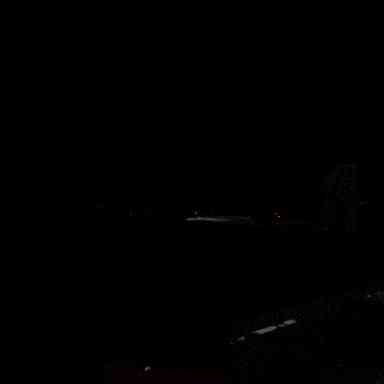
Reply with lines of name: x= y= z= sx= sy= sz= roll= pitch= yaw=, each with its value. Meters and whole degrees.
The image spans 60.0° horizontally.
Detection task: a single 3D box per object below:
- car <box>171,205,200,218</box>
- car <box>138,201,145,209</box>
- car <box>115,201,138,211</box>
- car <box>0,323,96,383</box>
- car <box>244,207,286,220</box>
car: x=-0.890 y=2.454 z=42.853 sx=2.128 sy=1.511 sz=4.902 roll=-1 pitch=0 yaw=-36
car: x=-10.537 y=2.427 z=62.649 sx=1.837 sy=1.490 sz=4.892 roll=-1 pitch=1 yaw=-36
car: x=-11.998 y=2.492 z=58.513 sx=2.128 sy=1.511 sz=4.902 roll=-1 pitch=1 yaw=-36
car: x=-2.738 y=1.474 z=1.109 sx=4.902 sy=1.511 sz=2.128 roll=1 pitch=0 yaw=-35
car: x=7.915 y=2.349 z=36.856 sx=1.895 sy=1.301 sz=4.718 roll=-1 pitch=-1 yaw=-35
